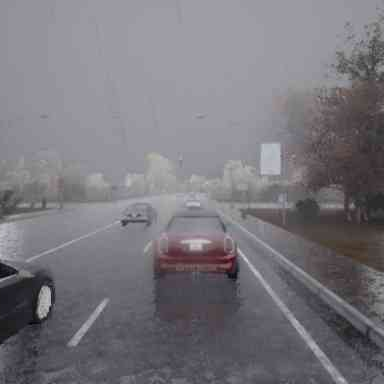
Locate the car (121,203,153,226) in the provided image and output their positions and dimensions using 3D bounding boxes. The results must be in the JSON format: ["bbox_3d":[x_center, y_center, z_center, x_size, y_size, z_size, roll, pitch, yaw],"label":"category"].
[{"bbox_3d":[-3.394,1.442,22.113,2.033,1.411,5.357,0,0,0],"label":"car"}]

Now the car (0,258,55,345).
[{"bbox_3d":[-3.399,1.484,4.149,1.837,1.490,4.892,0,0,0],"label":"car"}]

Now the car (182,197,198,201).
[{"bbox_3d":[0.109,1.397,27.044,1.812,1.442,4.674,0,0,0],"label":"car"}]

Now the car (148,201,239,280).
[{"bbox_3d":[0.103,1.304,9.983,2.097,1.767,4.553,0,0,0],"label":"car"}]
